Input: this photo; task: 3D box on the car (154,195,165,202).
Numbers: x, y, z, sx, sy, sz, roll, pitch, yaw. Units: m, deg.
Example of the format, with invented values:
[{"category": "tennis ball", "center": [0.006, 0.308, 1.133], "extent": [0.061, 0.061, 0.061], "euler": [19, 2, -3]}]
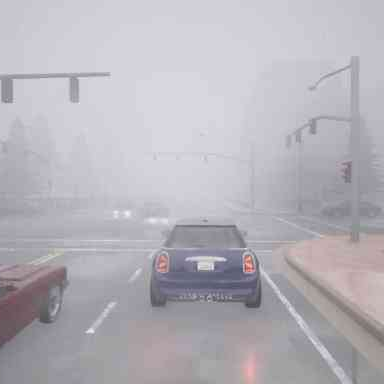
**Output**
[{"category": "car", "center": [-7.346, 1.491, 75.087], "extent": [1.837, 1.490, 4.892], "euler": [0, 0, 2]}]

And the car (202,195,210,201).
[{"category": "car", "center": [3.439, 1.475, 82.346], "extent": [1.882, 1.535, 5.008], "euler": [0, 0, 2]}]

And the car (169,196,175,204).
[{"category": "car", "center": [-4.358, 1.477, 63.074], "extent": [1.882, 1.535, 5.008], "euler": [0, 0, 3]}]

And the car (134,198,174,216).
[{"category": "car", "center": [-3.518, 1.564, 30.066], "extent": [1.994, 1.385, 4.181], "euler": [0, 0, -23]}]

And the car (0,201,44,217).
[{"category": "car", "center": [-16.104, 1.526, 30.467], "extent": [4.674, 1.442, 1.812], "euler": [0, 1, -8]}]

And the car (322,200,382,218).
[{"category": "car", "center": [14.128, 1.505, 29.533], "extent": [4.892, 1.490, 1.837], "euler": [0, 0, 4]}]

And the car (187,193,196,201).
[{"category": "car", "center": [-0.058, 1.223, 82.510], "extent": [2.150, 2.045, 5.566], "euler": [0, 0, 2]}]

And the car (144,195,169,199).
[{"category": "car", "center": [-4.996, 1.491, 47.439], "extent": [2.128, 1.511, 4.902], "euler": [0, 0, 2]}]

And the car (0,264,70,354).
[{"category": "car", "center": [-3.305, 1.601, 4.241], "extent": [1.895, 1.301, 4.718], "euler": [0, 0, 2]}]

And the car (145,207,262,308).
[{"category": "car", "center": [0.309, 1.352, 8.114], "extent": [2.097, 1.767, 4.553], "euler": [0, 0, 2]}]

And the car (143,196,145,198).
[{"category": "car", "center": [-8.001, 1.493, 59.833], "extent": [2.128, 1.511, 4.902], "euler": [0, 0, 2]}]

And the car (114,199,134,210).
[{"category": "car", "center": [-8.659, 1.601, 43.288], "extent": [1.895, 1.301, 4.718], "euler": [0, 0, 2]}]

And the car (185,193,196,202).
[{"category": "car", "center": [-0.429, 1.520, 72.779], "extent": [1.812, 1.442, 4.674], "euler": [0, 0, 2]}]

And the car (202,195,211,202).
[{"category": "car", "center": [3.107, 1.549, 73.642], "extent": [1.994, 1.385, 4.181], "euler": [0, 0, 2]}]
